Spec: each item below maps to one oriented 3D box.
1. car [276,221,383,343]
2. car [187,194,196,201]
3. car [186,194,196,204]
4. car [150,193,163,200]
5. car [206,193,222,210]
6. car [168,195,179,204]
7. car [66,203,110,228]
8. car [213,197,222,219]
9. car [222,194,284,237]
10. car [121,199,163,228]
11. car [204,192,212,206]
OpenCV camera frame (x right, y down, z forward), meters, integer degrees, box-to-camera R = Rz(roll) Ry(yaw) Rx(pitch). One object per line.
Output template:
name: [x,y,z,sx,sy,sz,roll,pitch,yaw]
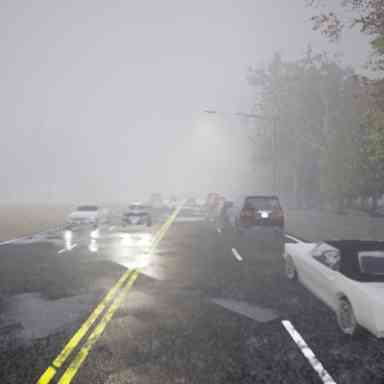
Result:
car: [3.247,1.563,6.467,1.895,1.301,4.718,1,1,0]
car: [-0.224,1.330,81.527,2.128,1.511,4.902,0,0,0]
car: [-0.166,1.469,59.987,2.033,1.411,5.357,0,0,0]
car: [-6.690,1.142,63.165,2.150,2.045,5.566,0,0,0]
car: [3.152,1.270,39.423,2.097,1.767,4.553,0,-1,0]
car: [-3.445,1.417,63.216,1.837,1.490,4.892,0,0,0]
car: [-6.656,1.494,21.794,1.812,1.442,4.674,0,0,0]
car: [3.159,1.447,28.443,1.837,1.490,4.892,-1,0,0]
car: [3.176,1.165,17.611,2.150,2.045,5.566,1,-1,-2]
car: [-3.406,1.460,22.007,2.128,1.511,4.902,0,0,0]
car: [3.129,1.119,50.483,2.150,2.045,5.566,1,-1,0]
